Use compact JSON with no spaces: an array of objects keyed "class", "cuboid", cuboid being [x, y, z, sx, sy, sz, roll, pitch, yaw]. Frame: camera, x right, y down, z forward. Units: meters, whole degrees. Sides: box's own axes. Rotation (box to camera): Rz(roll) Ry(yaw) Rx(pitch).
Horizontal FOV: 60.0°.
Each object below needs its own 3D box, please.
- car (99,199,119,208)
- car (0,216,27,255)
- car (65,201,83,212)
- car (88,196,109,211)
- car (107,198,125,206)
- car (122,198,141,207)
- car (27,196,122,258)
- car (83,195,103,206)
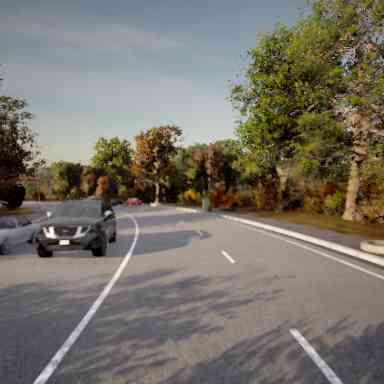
[{"class":"car","cuboid":[-14.828,1.953,59.103,2.033,1.411,5.357,-2,0,-31]},{"class":"car","cuboid":[-7.930,1.707,13.750,1.895,1.301,4.718,0,0,-7]},{"class":"car","cuboid":[-17.194,2.097,48.228,2.033,1.411,5.357,-2,0,-24]},{"class":"car","cuboid":[-14.000,1.722,49.640,2.150,2.045,5.566,-2,0,-24]},{"class":"car","cuboid":[-15.299,1.975,66.841,1.895,1.301,4.718,-2,0,-33]},{"class":"car","cuboid":[-10.234,1.798,57.876,1.812,1.442,4.674,-2,0,-28]},{"class":"car","cuboid":[-4.390,1.294,13.522,2.150,2.045,5.566,0,0,-5]},{"class":"car","cuboid":[-20.368,1.773,68.233,2.150,2.045,5.566,-2,0,-35]}]
